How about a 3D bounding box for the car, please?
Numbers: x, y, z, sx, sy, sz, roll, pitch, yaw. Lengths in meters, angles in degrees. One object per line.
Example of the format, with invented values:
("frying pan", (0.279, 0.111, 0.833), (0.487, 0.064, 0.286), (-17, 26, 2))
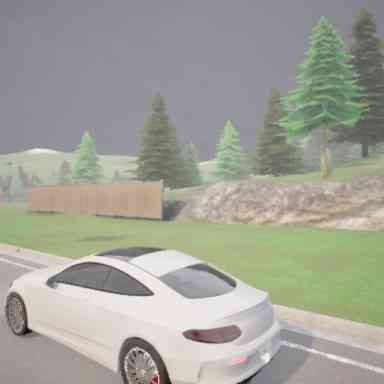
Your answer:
("car", (-1.016, 1.570, 5.038), (4.674, 1.442, 1.812), (0, -1, 37))
